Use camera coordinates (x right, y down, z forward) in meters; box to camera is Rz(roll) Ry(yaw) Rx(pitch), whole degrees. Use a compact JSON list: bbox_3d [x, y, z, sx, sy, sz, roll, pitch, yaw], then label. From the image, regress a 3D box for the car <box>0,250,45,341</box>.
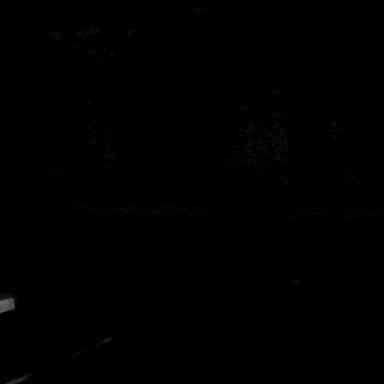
[{"bbox_3d":[-4.296,1.631,5.785,4.313,1.339,1.947,-1,0,35],"label":"car"}]
